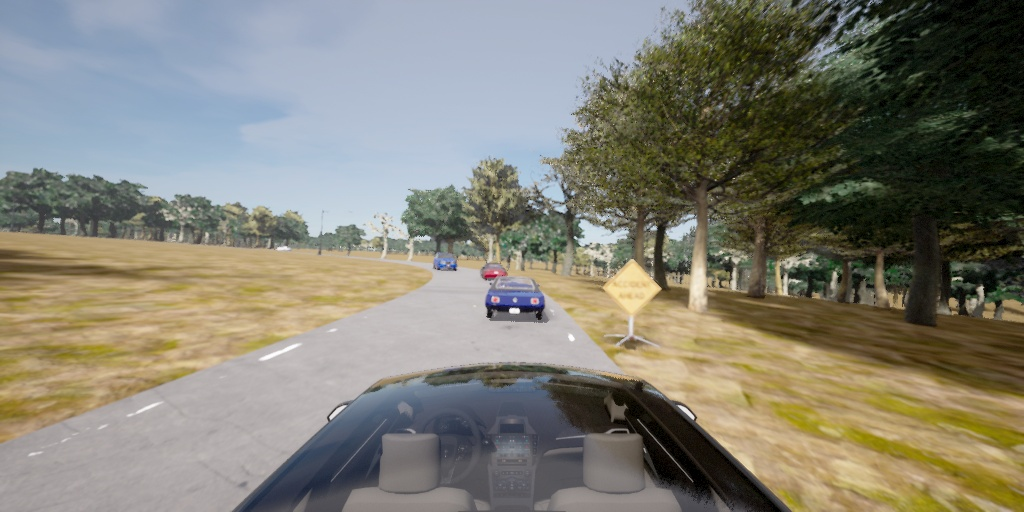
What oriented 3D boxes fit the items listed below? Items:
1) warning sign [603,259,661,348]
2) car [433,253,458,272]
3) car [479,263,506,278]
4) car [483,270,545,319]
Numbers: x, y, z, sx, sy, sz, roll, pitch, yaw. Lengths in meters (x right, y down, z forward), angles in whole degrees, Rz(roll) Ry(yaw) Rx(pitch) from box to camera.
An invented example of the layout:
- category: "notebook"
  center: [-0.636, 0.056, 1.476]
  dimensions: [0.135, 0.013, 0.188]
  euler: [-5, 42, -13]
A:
- category: "warning sign"
  center: [2.668, 1.001, 8.078]
  dimensions: [1.300, 1.860, 1.060]
  euler: [0, 0, 0]
- category: "car"
  center: [-7.793, 0.666, 41.695]
  dimensions: [2.150, 2.045, 5.566]
  euler: [3, 0, -19]
- category: "car"
  center: [-1.632, 1.273, 30.405]
  dimensions: [1.994, 1.385, 4.181]
  euler: [2, 0, -11]
- category: "car"
  center: [0.078, 1.388, 13.207]
  dimensions: [1.895, 1.301, 4.718]
  euler: [2, 0, 0]
